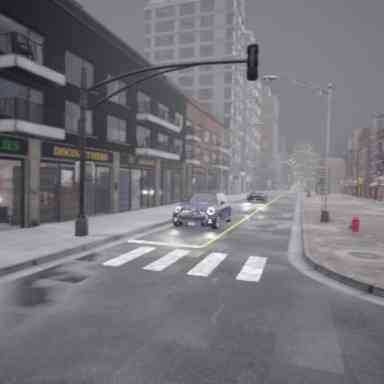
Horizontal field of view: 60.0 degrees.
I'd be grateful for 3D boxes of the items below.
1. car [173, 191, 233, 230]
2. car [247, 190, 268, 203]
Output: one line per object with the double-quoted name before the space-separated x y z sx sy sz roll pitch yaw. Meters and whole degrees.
"car" 0.681 0.769 16.839 2.097 1.767 4.553 2 2 18
"car" 7.380 0.485 37.409 1.895 1.301 4.718 2 2 18
